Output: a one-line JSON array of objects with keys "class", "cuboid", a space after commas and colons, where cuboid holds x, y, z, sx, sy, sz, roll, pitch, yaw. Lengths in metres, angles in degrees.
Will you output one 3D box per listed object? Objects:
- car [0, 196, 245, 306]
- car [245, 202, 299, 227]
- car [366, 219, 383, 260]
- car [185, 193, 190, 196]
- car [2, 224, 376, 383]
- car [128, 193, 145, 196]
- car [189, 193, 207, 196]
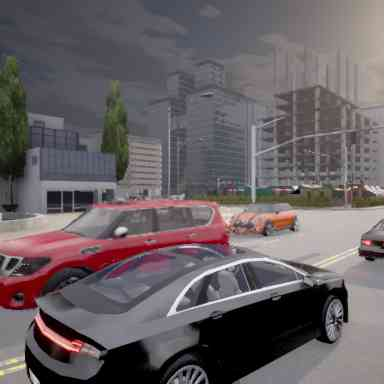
[{"class": "car", "cuboid": [-1.466, 1.221, 7.648, 5.566, 2.045, 2.150, 0, 0, -42]}, {"class": "car", "cuboid": [4.016, 1.351, 18.230, 2.097, 1.767, 4.553, 0, 0, 43]}, {"class": "car", "cuboid": [7.324, 1.547, 11.326, 2.033, 1.411, 5.357, 0, 0, 43]}, {"class": "car", "cuboid": [-0.175, 1.156, 76.525, 1.905, 1.878, 3.866, 0, 0, 43]}, {"class": "car", "cuboid": [0.401, 1.492, 4.617, 4.902, 1.511, 2.128, 0, 0, -41]}, {"class": "car", "cuboid": [-14.426, 1.156, 90.016, 1.905, 1.878, 3.866, 0, 0, 43]}, {"class": "car", "cuboid": [1.916, 1.395, 74.523, 1.970, 1.475, 3.806, 0, 0, 43]}]
